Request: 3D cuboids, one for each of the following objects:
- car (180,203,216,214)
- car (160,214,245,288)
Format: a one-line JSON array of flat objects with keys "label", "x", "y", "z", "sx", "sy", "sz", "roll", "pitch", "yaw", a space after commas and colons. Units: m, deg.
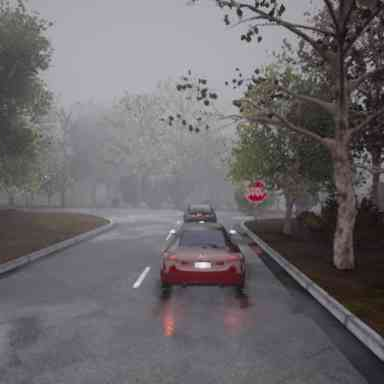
[{"label": "car", "x": 0.379, "y": 1.405, "z": 19.833, "sx": 1.837, "sy": 1.490, "sz": 4.892, "roll": 0, "pitch": 0, "yaw": -2}, {"label": "car", "x": 0.294, "y": 1.541, "z": 9.197, "sx": 1.994, "sy": 1.385, "sz": 4.181, "roll": 0, "pitch": 0, "yaw": 2}]
